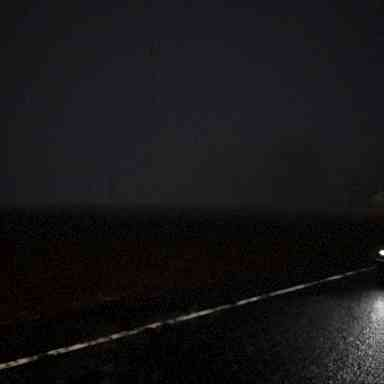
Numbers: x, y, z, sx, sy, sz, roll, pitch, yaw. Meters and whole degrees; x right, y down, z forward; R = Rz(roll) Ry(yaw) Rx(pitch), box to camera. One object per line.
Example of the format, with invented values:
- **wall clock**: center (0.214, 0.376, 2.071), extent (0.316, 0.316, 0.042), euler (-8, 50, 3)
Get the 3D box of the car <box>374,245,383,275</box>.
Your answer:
- **car**: center (6.874, 1.579, 8.888), extent (4.718, 1.301, 1.895), euler (0, 0, -35)
